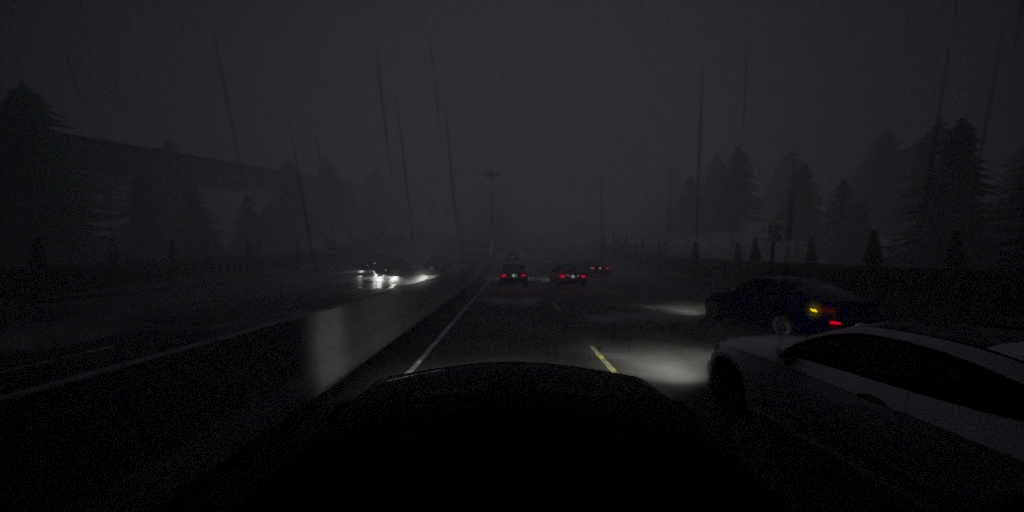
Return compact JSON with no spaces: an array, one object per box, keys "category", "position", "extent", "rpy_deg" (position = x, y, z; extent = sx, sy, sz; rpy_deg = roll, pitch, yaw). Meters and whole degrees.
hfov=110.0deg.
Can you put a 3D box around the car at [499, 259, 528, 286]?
[{"category":"car","position":[0.099,1.180,24.361],"extent":[2.033,1.411,5.357],"rpy_deg":[0,1,0]}]

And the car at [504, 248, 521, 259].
[{"category":"car","position":[0.055,-0.325,45.149],"extent":[1.882,1.535,5.008],"rpy_deg":[0,6,0]}]

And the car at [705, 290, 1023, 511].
[{"category":"car","position":[3.600,1.273,2.993],"extent":[1.812,1.442,4.674],"rpy_deg":[0,0,0]}]

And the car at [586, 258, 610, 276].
[{"category":"car","position":[7.099,0.902,31.375],"extent":[2.033,1.411,5.357],"rpy_deg":[0,3,0]}]

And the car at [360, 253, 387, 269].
[{"category":"car","position":[-14.011,0.469,37.215],"extent":[1.837,1.490,4.892],"rpy_deg":[0,4,0]}]

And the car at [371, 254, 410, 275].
[{"category":"car","position":[-10.558,0.883,31.987],"extent":[1.994,1.385,4.181],"rpy_deg":[0,3,0]}]

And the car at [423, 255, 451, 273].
[{"category":"car","position":[-7.045,0.692,33.893],"extent":[2.128,1.511,4.902],"rpy_deg":[0,4,0]}]

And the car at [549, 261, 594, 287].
[{"category":"car","position":[3.599,1.199,23.625],"extent":[2.033,1.411,5.357],"rpy_deg":[0,1,0]}]

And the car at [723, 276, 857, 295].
[{"category":"car","position":[7.100,1.258,9.543],"extent":[1.812,1.442,4.674],"rpy_deg":[0,0,0]}]
